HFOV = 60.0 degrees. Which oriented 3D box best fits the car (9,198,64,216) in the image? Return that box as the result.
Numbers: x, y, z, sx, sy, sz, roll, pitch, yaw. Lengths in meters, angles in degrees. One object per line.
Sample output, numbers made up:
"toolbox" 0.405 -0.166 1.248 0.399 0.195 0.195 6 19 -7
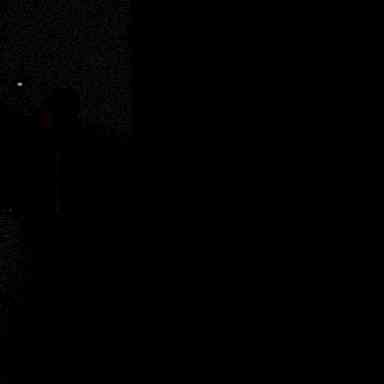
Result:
"car" -14.404 1.316 30.971 2.128 1.511 4.902 -1 0 35
